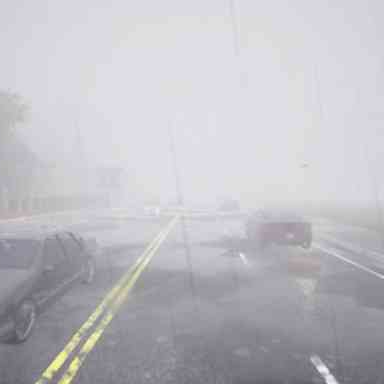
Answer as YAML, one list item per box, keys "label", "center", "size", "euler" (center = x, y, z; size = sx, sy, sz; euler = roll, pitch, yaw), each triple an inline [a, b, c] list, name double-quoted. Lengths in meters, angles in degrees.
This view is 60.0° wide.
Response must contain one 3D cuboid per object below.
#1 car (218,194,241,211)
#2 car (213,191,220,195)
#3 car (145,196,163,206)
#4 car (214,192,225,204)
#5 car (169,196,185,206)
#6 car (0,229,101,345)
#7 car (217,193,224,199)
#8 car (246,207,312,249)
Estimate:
- label: "car"
  center: [4.133, 1.264, 36.461]
  size: [1.812, 1.442, 4.674]
  euler: [0, 0, 2]
- label: "car"
  center: [5.603, 1.031, 64.394]
  size: [2.128, 1.511, 4.902]
  euler: [0, 0, 4]
- label: "car"
  center: [-5.309, 1.267, 46.952]
  size: [1.895, 1.301, 4.718]
  euler: [0, 0, 3]
- label: "car"
  center: [4.882, 1.181, 53.475]
  size: [1.994, 1.385, 4.181]
  euler: [0, 0, 3]
- label: "car"
  center: [-2.067, 1.214, 46.731]
  size: [2.033, 1.411, 5.357]
  euler: [0, 0, 3]
- label: "car"
  center: [-3.313, 1.497, 6.547]
  size: [2.033, 1.411, 5.357]
  euler: [0, 0, 0]
- label: "car"
  center: [7.443, 0.910, 86.204]
  size: [1.812, 1.442, 4.674]
  euler: [0, 0, 6]
- label: "car"
  center: [3.485, 1.377, 14.133]
  size: [1.882, 1.535, 5.008]
  euler: [0, 0, 1]
